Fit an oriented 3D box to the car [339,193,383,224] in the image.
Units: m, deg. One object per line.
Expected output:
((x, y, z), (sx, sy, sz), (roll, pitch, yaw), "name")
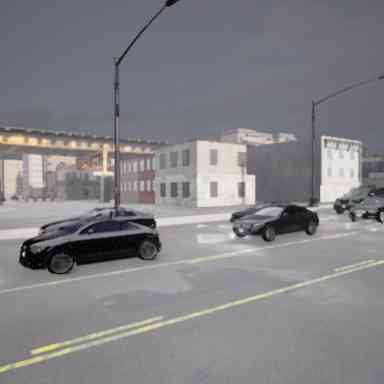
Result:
((11.689, 1.037, 20.694), (4.902, 1.511, 2.128), (-2, 1, -35), "car")

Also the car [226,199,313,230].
((4.805, 1.241, 20.161), (5.357, 1.411, 2.033), (-2, 1, -34), "car")

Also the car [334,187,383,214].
((13.555, 0.657, 26.261), (5.566, 2.045, 2.150), (-2, 1, -34), "car")

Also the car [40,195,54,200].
((-35.415, 1.331, 81.290), (1.853, 1.218, 4.536), (0, 0, -5), "car")

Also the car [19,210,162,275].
((-3.047, 1.509, 10.402), (4.181, 1.385, 1.994), (-1, 1, -35), "car")

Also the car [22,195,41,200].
((-39.188, 1.353, 81.223), (4.536, 1.218, 1.853), (0, 0, 25), "car")

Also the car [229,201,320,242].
((3.977, 1.298, 15.310), (4.674, 1.442, 1.812), (-2, 1, -35), "car")

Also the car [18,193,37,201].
((-39.140, 1.511, 81.202), (4.974, 1.542, 2.038), (0, 0, 25), "car")

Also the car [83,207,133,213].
((-3.841, 1.415, 14.118), (4.902, 1.511, 2.128), (-1, 1, -35), "car")

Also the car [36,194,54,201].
((-35.409, 1.489, 81.238), (2.038, 1.542, 4.974), (0, 0, -5), "car")
